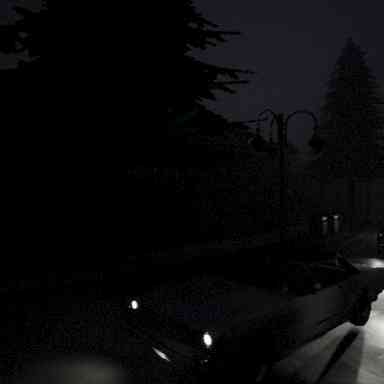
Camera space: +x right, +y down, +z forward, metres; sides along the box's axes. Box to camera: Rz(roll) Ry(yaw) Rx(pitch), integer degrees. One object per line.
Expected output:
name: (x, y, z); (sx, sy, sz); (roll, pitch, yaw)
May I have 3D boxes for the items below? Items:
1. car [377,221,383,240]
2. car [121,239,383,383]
car: (8.555, 1.516, 12.895); (2.128, 1.511, 4.902); (0, 0, 40)
car: (1.305, 1.621, 5.404); (4.718, 1.301, 1.895); (0, 0, -41)
